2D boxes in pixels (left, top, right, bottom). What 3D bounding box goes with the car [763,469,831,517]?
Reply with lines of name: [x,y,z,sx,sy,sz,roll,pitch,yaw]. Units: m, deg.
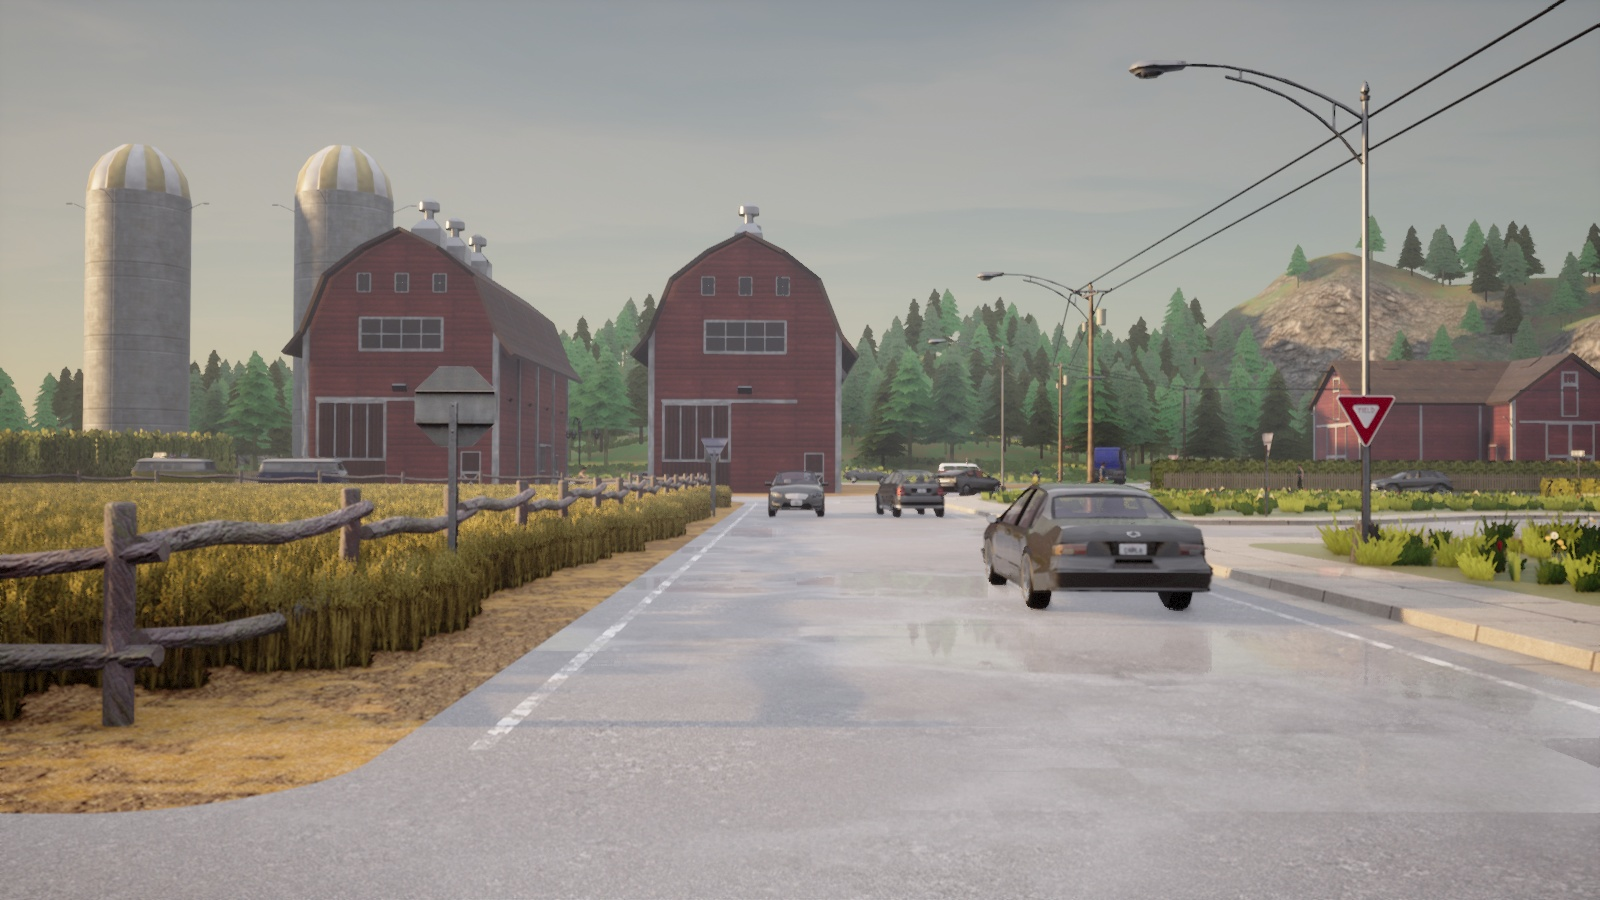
car: [-0.109,1.392,42.028,2.128,1.511,4.902,0,-1,0]

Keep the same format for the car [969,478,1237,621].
car: [3.450,1.075,15.483,2.033,1.411,5.357,0,-1,0]

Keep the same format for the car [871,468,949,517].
car: [3.638,1.401,42.137,1.789,1.549,3.705,0,-1,-8]

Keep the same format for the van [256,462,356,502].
van: [-25.392,1.624,64.621,4.442,1.987,1.775,0,-1,-4]

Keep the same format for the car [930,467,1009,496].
car: [9.445,1.706,69.740,2.007,1.525,4.514,-1,-1,45]

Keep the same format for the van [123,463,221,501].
van: [-33.876,1.706,67.818,4.442,1.987,1.775,0,-1,1]

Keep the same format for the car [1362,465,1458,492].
car: [37.243,1.732,76.796,4.856,1.649,2.033,0,-1,0]
